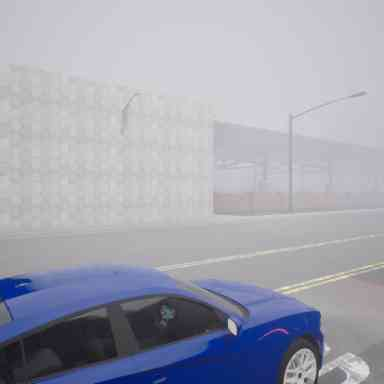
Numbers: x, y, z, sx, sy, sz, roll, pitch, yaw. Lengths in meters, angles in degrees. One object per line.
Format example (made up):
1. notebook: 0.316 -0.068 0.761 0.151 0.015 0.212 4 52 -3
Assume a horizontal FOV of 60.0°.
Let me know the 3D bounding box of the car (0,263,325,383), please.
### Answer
1. car: -0.723 1.478 3.234 5.008 1.535 1.882 0 0 -36
